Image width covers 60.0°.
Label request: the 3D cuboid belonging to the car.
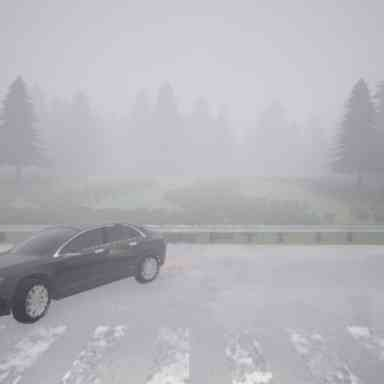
[{"bbox_3d":[-2.571,1.449,7.335,1.837,1.490,4.892,-3,-2,34],"label":"car"}]
